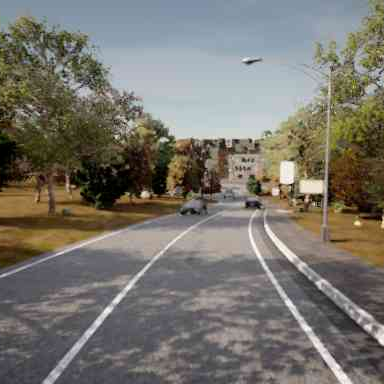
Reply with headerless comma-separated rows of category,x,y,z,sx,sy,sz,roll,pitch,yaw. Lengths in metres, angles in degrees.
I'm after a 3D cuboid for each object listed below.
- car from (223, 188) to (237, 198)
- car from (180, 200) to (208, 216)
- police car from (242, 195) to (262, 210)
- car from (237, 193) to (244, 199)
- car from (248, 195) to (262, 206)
car,7.842,0.637,71.012,2.150,2.045,5.566,0,2,4
car,0.321,1.453,31.349,2.033,1.411,5.357,1,0,13
police car,8.227,1.435,44.750,1.930,1.638,5.238,1,0,13
car,11.617,0.905,79.650,1.812,1.442,4.674,0,3,-2
car,10.345,1.348,54.542,2.097,1.767,4.553,1,0,11
